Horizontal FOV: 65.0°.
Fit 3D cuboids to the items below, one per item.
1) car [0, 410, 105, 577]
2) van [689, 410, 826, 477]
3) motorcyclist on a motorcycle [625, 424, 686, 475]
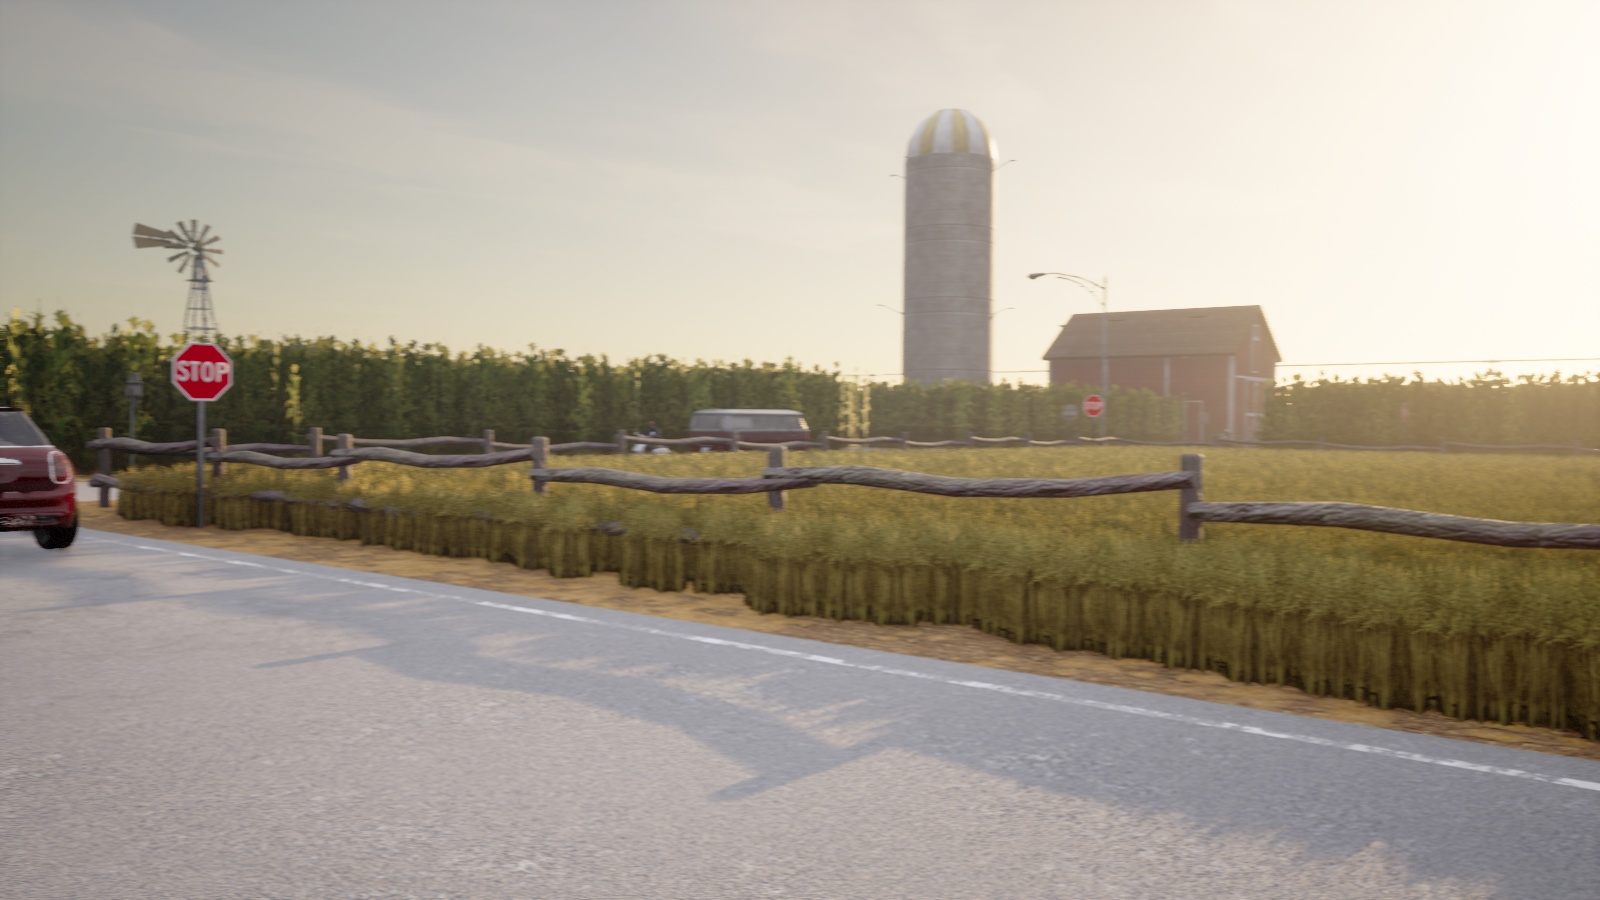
[{"bbox_3d":[-10.237,0.446,14.746,4.553,1.767,2.097,0,2,40],"label":"car"},{"bbox_3d":[-1.275,-0.263,39.519,1.775,1.987,4.442,0,2,40],"label":"van"},{"bbox_3d":[-4.628,-0.043,40.350,0.866,1.590,1.817,0,2,40],"label":"motorcyclist on a motorcycle"}]
